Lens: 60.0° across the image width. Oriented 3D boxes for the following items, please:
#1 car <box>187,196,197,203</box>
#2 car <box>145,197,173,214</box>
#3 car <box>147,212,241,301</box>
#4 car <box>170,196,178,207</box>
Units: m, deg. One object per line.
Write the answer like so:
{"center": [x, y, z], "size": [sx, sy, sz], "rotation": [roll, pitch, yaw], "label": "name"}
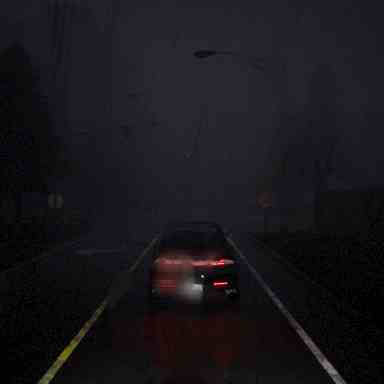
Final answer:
{"center": [0.010, 1.491, 69.553], "size": [2.128, 1.511, 4.902], "rotation": [0, 0, 0], "label": "car"}
{"center": [-3.754, 1.547, 36.344], "size": [2.033, 1.411, 5.357], "rotation": [0, 0, 4], "label": "car"}
{"center": [0.055, 1.492, 8.322], "size": [2.128, 1.511, 4.902], "rotation": [0, 0, 0], "label": "car"}
{"center": [-3.587, 1.478, 50.171], "size": [1.882, 1.535, 5.008], "rotation": [0, 1, 0], "label": "car"}
